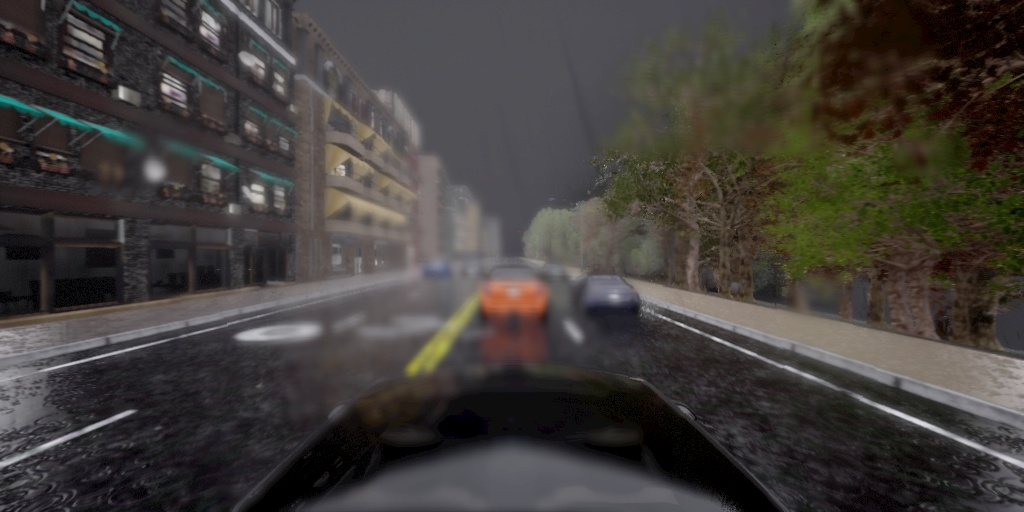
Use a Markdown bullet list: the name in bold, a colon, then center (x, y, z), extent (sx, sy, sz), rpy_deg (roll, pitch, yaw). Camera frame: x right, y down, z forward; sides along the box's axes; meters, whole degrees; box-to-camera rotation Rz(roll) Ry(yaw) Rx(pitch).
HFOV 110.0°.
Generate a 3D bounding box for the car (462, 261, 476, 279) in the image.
- **car**: center (-3.340, 1.193, 32.422), extent (2.128, 1.511, 4.902), rpy_deg (0, 0, 0)

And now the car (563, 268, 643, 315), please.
- **car**: center (3.328, 1.295, 13.487), extent (1.994, 1.385, 4.181), rpy_deg (0, 0, 0)

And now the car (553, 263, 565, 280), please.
- **car**: center (3.332, 1.272, 28.575), extent (1.994, 1.385, 4.181), rpy_deg (0, 0, 0)

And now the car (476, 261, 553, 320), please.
- **car**: center (0.073, 1.083, 12.714), extent (2.097, 1.767, 4.553), rpy_deg (0, 0, 0)

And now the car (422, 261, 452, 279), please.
- **car**: center (-6.591, 1.180, 31.888), extent (1.882, 1.535, 5.008), rpy_deg (0, 0, 0)
